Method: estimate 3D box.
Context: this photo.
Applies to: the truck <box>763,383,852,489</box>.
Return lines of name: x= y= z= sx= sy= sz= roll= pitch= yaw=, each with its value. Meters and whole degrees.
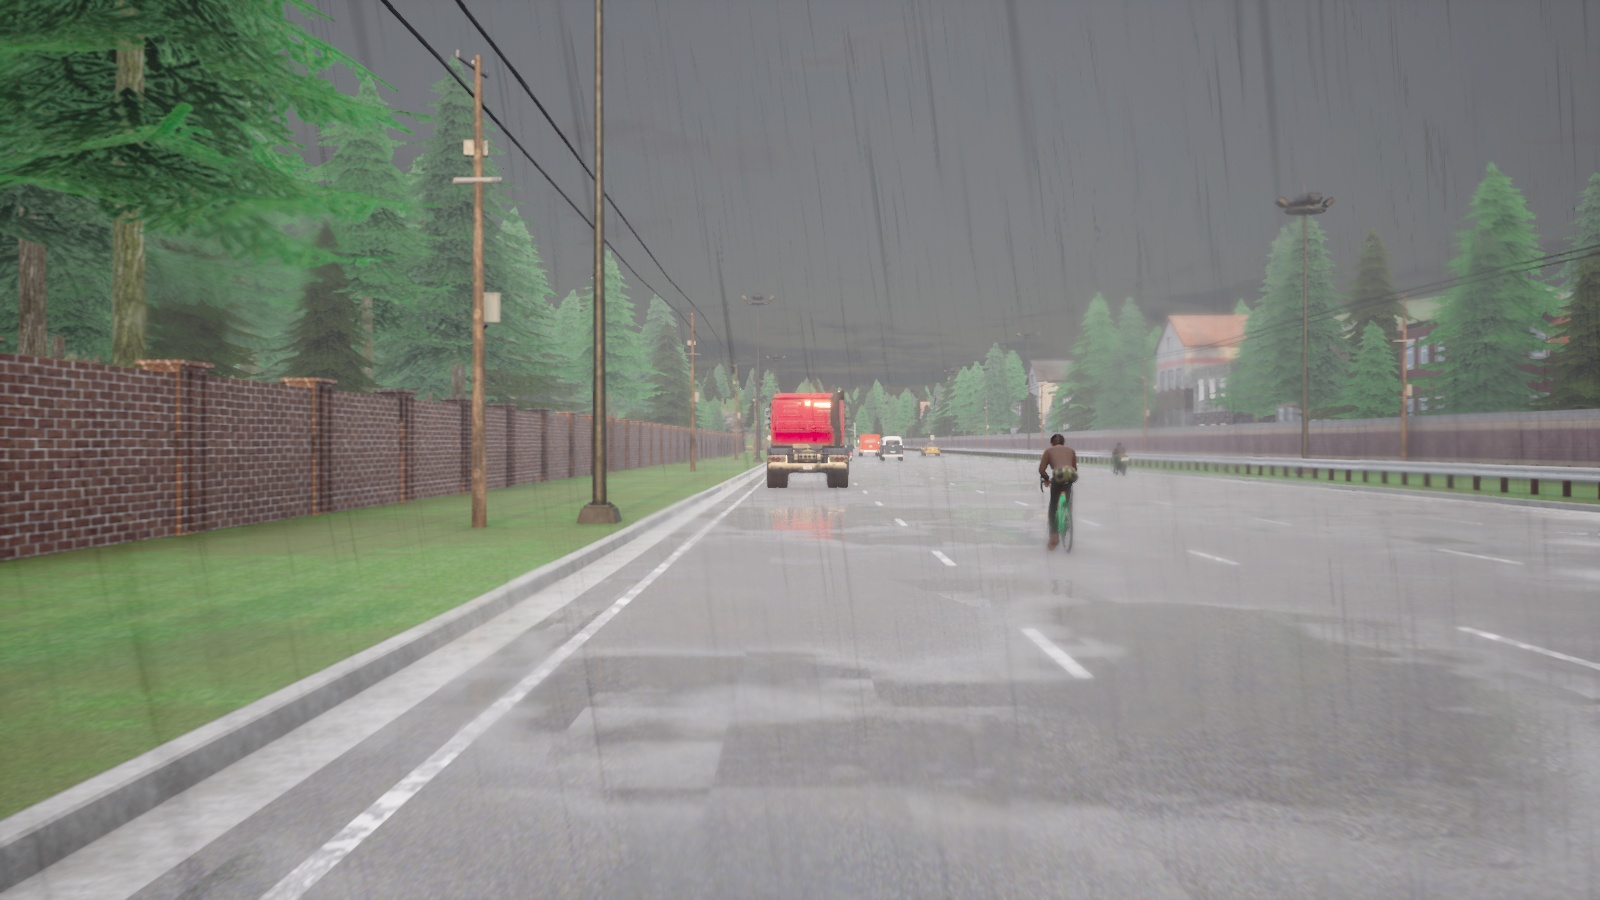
truck: x=0.272 y=-0.484 z=45.084 sx=2.891 sy=3.462 sz=7.936 roll=0 pitch=0 yaw=0

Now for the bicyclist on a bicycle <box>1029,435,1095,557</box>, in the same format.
bicyclist on a bicycle: x=3.615 y=0.606 z=17.453 sx=0.582 sy=1.620 sz=1.656 roll=0 pitch=0 yaw=0

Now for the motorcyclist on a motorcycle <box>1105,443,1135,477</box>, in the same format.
motorcyclist on a motorcycle: x=14.336 y=0.429 z=56.310 sx=0.797 sy=1.523 sz=2.044 roll=0 pitch=0 yaw=0
